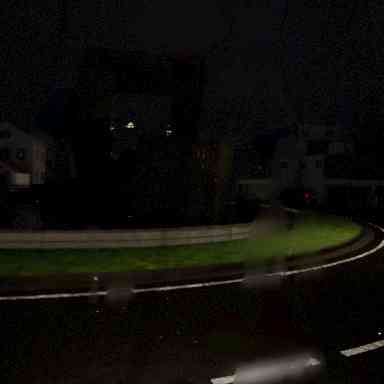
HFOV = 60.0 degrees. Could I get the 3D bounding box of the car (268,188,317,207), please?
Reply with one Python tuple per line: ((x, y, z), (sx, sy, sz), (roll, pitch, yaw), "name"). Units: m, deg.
((11.603, 0.583, 38.631), (2.150, 2.045, 5.566), (0, 2, -43), "car")
